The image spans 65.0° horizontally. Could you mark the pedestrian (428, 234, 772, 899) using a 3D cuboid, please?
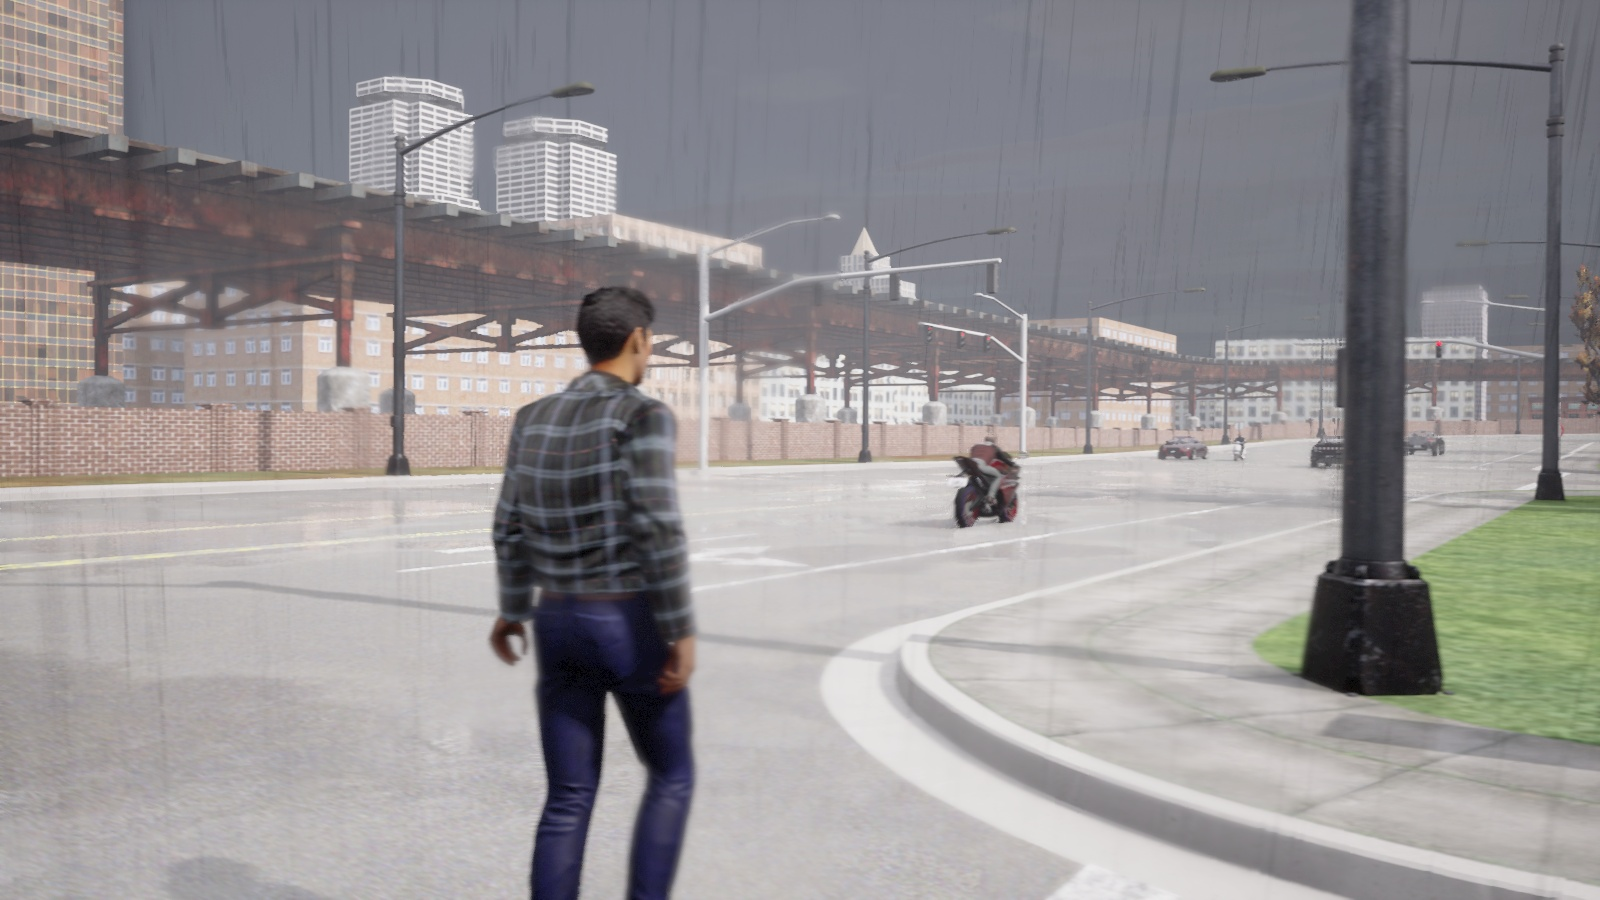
[{"bbox_3d":[-0.474,0.499,3.182,0.423,1.949,0.788,0,1,33],"label":"pedestrian"}]

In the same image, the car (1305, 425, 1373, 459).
[{"bbox_3d":[26.155,-0.412,60.872,2.128,1.511,4.902,0,1,34],"label":"car"}]

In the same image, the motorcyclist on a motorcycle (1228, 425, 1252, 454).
[{"bbox_3d":[25.188,-0.616,71.889,0.866,1.590,1.817,0,2,35],"label":"motorcyclist on a motorcycle"}]

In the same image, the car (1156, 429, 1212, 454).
[{"bbox_3d":[22.840,-0.526,74.687,1.994,1.385,4.181,0,2,35],"label":"car"}]

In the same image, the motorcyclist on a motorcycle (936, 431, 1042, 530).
[{"bbox_3d":[3.143,0.469,20.694,0.866,1.530,2.191,0,1,34],"label":"motorcyclist on a motorcycle"}]

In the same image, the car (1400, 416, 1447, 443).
[{"bbox_3d":[41.398,-1.353,83.353,2.152,1.651,5.027,0,2,34],"label":"car"}]
